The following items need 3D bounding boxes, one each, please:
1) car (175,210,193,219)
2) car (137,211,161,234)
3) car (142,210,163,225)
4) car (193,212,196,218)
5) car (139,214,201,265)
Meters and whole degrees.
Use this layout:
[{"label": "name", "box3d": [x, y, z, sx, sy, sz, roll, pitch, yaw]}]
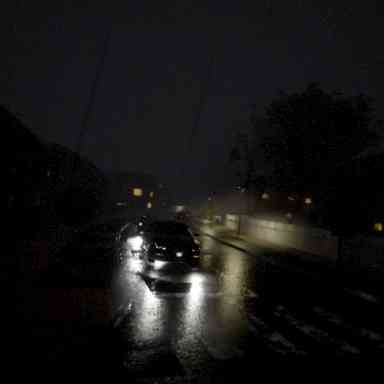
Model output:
[{"label": "car", "box3d": [-1.356, 3.512, 48.527, 1.994, 1.385, 4.181, 5, -2, 3]}, {"label": "car", "box3d": [-2.987, 2.335, 24.084, 1.895, 1.301, 4.718, 5, -3, -8]}, {"label": "car", "box3d": [-4.282, 2.799, 36.646, 1.895, 1.301, 4.718, 5, -3, -2]}, {"label": "car", "box3d": [-0.503, 3.948, 58.501, 1.994, 1.385, 4.181, 5, -2, 7]}, {"label": "car", "box3d": [-0.939, 1.934, 13.651, 1.837, 1.490, 4.892, 6, -3, -13]}]
